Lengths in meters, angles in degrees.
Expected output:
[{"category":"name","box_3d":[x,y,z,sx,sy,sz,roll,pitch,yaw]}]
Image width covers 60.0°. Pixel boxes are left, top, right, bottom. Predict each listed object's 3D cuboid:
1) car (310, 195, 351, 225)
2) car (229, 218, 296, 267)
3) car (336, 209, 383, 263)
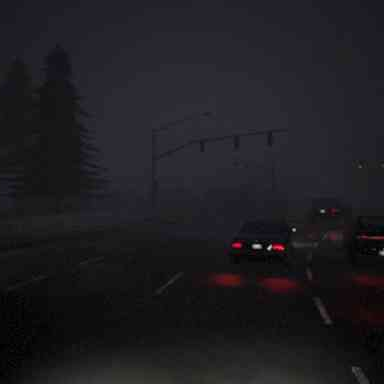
[{"category":"car","box_3d":[10.796,1.495,25.623,2.150,2.045,5.566,0,-1,36]},{"category":"car","box_3d":[2.681,1.654,12.042,2.033,1.411,5.357,0,0,18]},{"category":"car","box_3d":[6.599,1.614,12.101,2.128,1.511,4.902,0,0,22]}]
